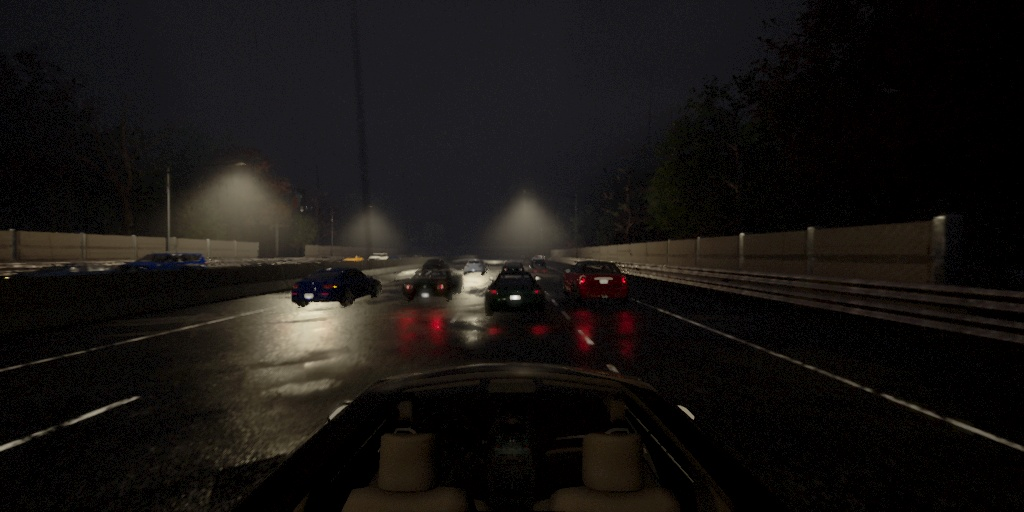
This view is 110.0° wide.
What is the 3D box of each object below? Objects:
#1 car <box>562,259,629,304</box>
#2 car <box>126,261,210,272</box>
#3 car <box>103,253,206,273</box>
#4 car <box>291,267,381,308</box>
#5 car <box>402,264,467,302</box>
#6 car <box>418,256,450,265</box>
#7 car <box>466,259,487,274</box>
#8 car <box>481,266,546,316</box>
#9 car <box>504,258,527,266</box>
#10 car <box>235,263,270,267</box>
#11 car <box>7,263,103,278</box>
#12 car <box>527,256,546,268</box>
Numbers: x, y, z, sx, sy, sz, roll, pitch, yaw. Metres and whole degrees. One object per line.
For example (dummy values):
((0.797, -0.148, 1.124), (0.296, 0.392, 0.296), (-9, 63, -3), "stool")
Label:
((3.498, 0.990, 15.770), (2.097, 1.767, 4.553), (0, 0, 0), "car")
((-21.101, 1.185, 22.993), (1.895, 1.301, 4.718), (0, 0, 0), "car")
((-24.600, 0.788, 25.455), (2.150, 2.045, 5.566), (0, 0, 0), "car")
((-6.901, 1.176, 14.483), (1.812, 1.442, 4.674), (0, 0, 0), "car")
((-3.398, 1.237, 16.289), (1.895, 1.301, 4.718), (0, 0, 0), "car")
((-6.902, 1.015, 32.752), (1.837, 1.490, 4.892), (0, 0, 0), "car")
((-3.417, 1.028, 33.864), (1.812, 1.442, 4.674), (0, 0, 0), "car")
((0.102, 1.226, 12.969), (1.994, 1.385, 4.181), (0, 0, 0), "car")
((0.100, 1.122, 31.346), (1.895, 1.301, 4.718), (0, 0, 0), "car")
((-17.599, 1.138, 24.325), (1.994, 1.385, 4.181), (0, 0, 0), "car")
((-28.101, 1.132, 23.026), (2.033, 1.411, 5.357), (0, 0, 0), "car")
((3.496, 0.884, 48.475), (2.128, 1.511, 4.902), (0, 0, 0), "car")
